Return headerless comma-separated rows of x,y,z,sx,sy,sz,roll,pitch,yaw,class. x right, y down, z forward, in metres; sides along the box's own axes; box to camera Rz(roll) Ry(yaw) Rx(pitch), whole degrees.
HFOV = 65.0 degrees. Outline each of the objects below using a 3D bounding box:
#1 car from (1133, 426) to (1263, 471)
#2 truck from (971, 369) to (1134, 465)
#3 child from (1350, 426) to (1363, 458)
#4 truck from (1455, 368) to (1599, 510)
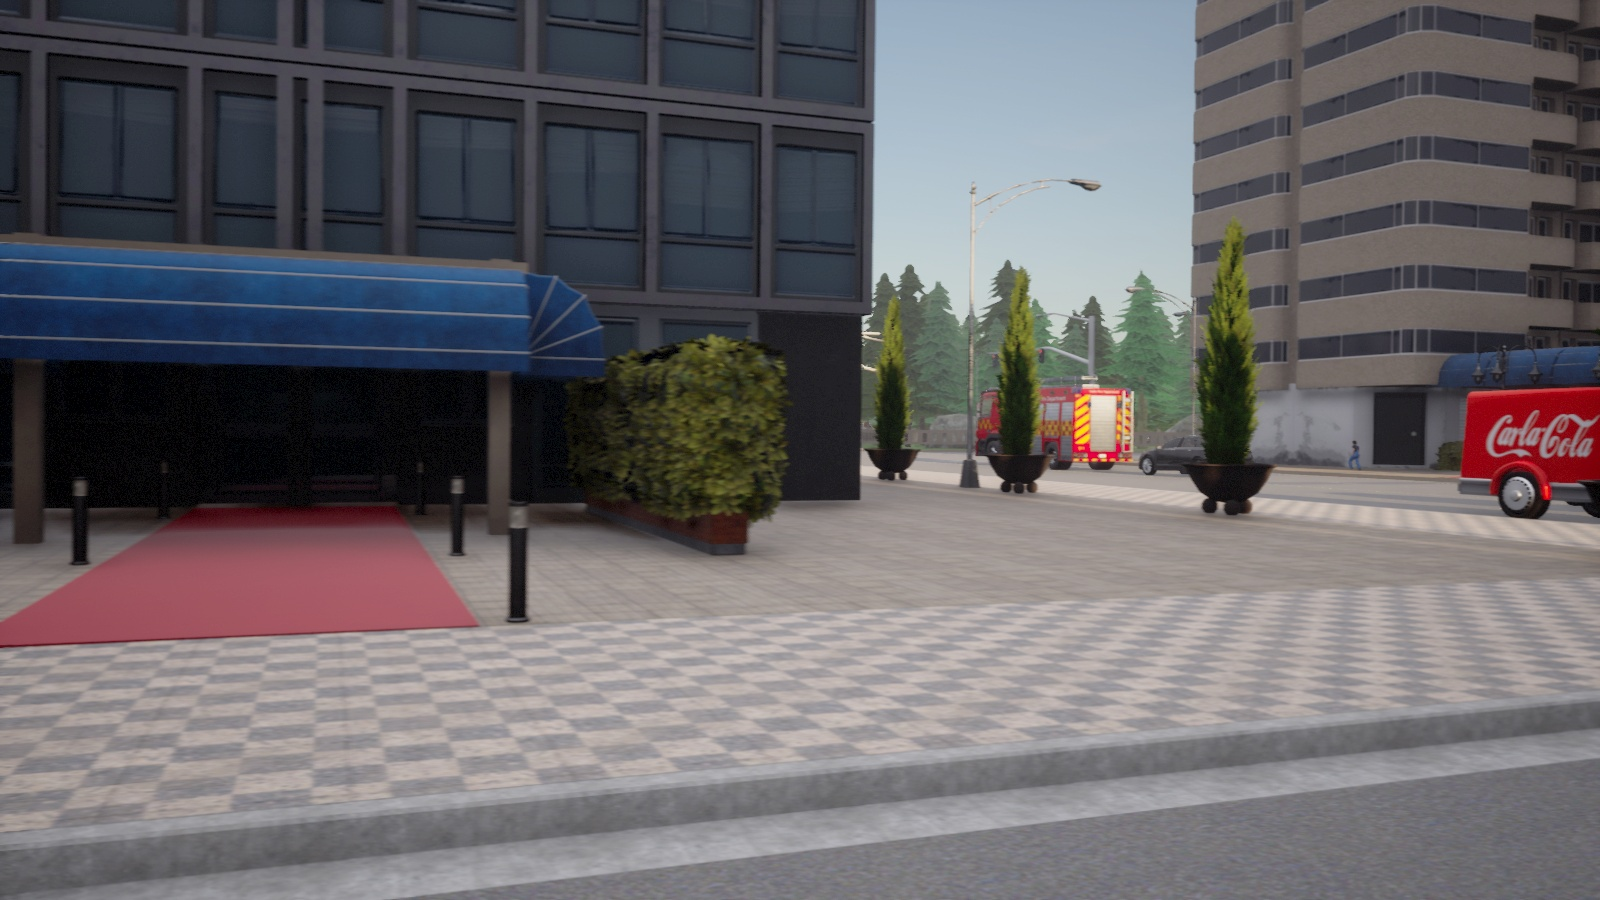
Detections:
14.181,-0.084,45.069,1.837,1.490,4.892,-1,1,-20,car
10.711,-1.368,54.438,2.891,3.827,8.468,-1,1,-20,truck
22.371,-0.329,50.508,0.270,1.263,0.437,-1,1,-16,child
14.976,-0.219,22.639,2.627,2.467,5.204,-1,1,-20,truck
